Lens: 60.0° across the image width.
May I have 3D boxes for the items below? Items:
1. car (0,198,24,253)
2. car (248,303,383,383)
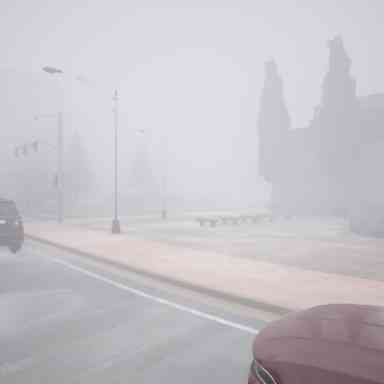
[{"bbox_3d":[-8.317,1.238,12.873,2.150,2.045,5.566,0,0,-43],"label":"car"},{"bbox_3d":[2.814,1.486,2.180,5.008,1.535,1.882,0,0,34],"label":"car"}]
